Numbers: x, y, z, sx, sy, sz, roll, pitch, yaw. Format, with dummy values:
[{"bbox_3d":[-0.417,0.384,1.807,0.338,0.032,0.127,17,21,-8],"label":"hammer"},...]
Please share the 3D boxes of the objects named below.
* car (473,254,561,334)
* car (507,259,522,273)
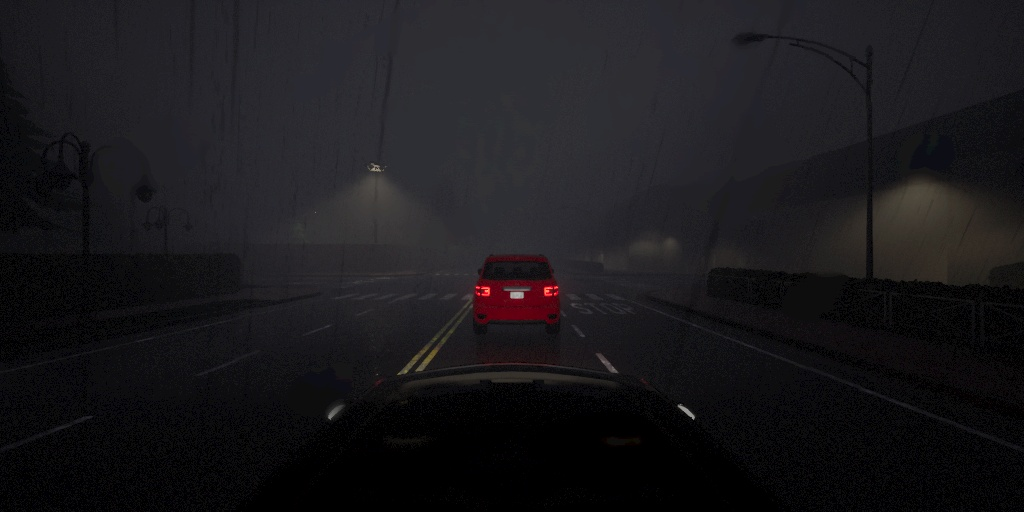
[{"bbox_3d":[0.118,0.971,10.719,2.150,2.045,5.566,0,0,0],"label":"car"},{"bbox_3d":[0.338,1.228,45.572,1.882,1.535,5.008,0,0,1],"label":"car"}]
